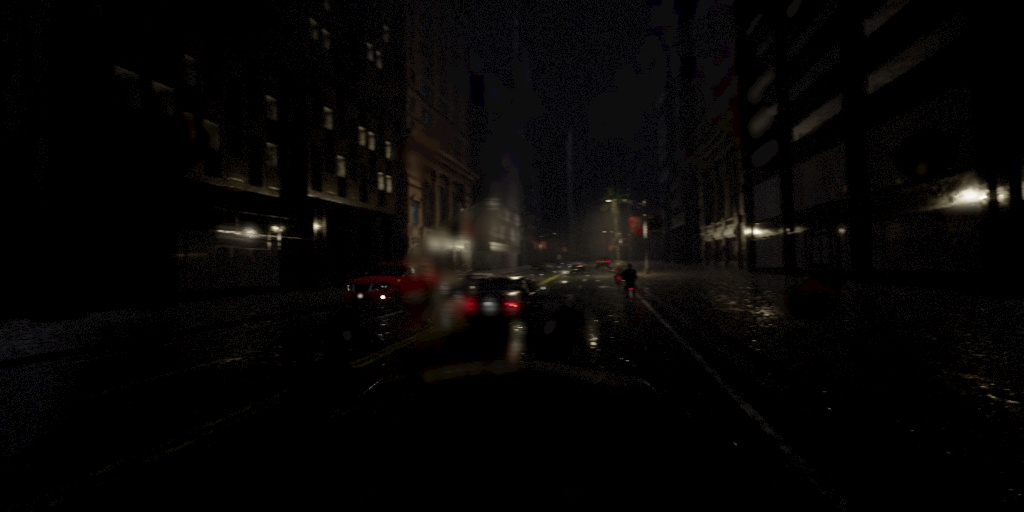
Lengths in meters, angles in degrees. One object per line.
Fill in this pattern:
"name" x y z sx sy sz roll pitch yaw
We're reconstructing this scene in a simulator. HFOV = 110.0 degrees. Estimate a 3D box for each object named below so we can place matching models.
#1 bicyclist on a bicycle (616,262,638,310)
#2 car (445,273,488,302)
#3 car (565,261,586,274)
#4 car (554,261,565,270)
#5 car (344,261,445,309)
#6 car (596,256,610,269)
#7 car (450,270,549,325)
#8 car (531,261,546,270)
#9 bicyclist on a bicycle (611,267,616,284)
"bicyclist on a bicycle" 4.540 1.129 13.853 0.659 1.776 1.843 -2 0 14
"car" -1.947 1.597 18.777 1.895 1.301 4.718 -2 -1 14
"car" 8.375 1.439 45.946 2.128 1.511 4.902 -2 0 14
"car" 8.295 1.571 59.700 1.812 1.442 4.674 -2 0 14
"car" -5.623 1.308 17.512 2.150 2.045 5.566 -2 -1 14
"car" 15.533 1.066 61.308 2.150 2.045 5.566 -2 0 14
"car" 0.005 1.417 12.362 2.033 1.411 5.357 -2 -1 14
"car" 4.240 1.624 56.948 1.882 1.535 5.008 -2 0 14
"bicyclist on a bicycle" 6.719 1.226 22.653 0.866 1.612 1.509 -2 -1 14
